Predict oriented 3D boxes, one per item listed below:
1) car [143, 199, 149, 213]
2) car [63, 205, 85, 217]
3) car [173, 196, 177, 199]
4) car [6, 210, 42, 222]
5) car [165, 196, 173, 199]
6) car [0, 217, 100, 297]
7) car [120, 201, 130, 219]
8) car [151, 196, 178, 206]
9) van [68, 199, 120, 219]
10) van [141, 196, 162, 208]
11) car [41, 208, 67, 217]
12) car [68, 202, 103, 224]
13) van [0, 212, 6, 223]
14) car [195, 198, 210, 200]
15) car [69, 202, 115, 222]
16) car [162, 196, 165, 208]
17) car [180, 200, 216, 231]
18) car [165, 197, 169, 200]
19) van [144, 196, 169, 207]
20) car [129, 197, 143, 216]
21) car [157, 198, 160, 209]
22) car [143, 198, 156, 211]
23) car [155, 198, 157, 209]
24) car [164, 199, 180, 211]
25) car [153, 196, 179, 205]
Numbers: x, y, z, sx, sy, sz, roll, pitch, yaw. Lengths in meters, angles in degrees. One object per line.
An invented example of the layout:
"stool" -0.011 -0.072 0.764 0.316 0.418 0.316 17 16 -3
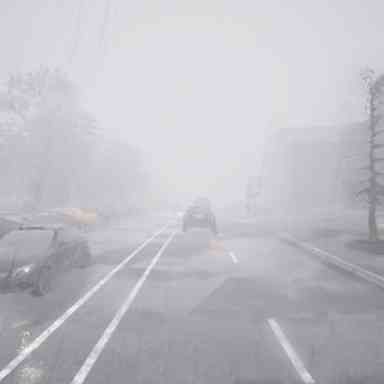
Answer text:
"car" -8.259 1.970 41.127 4.892 1.521 2.231 -1 -1 -17
"car" -9.145 1.784 20.347 4.674 1.452 2.002 -1 -1 -18
"car" -6.234 2.141 70.767 5.366 1.575 1.946 -1 -1 -17
"car" -9.299 1.707 14.447 4.674 1.452 2.002 -1 -1 -19
"car" -6.994 1.859 61.829 5.566 2.045 2.435 -1 0 -16
"car" -4.163 1.635 9.006 1.812 1.442 4.674 0 -1 1
"car" -8.711 1.921 32.224 4.674 1.452 2.002 -1 -1 -18
"car" -6.195 1.905 73.669 5.566 2.045 2.435 -1 -1 -16
"van" -8.952 1.625 29.217 4.442 1.987 1.878 -1 0 -18
"van" -7.631 1.834 52.934 4.442 1.987 1.878 -1 0 -16
"car" -9.210 1.746 17.400 4.674 1.452 2.002 0 -1 -18
"car" -9.239 1.779 23.259 5.366 1.575 1.946 -1 0 -18
"van" -9.253 1.401 11.523 4.442 1.987 1.878 -1 -1 -19
"car" 1.294 1.691 40.497 2.150 2.045 5.566 0 0 3
"car" -8.950 1.816 26.284 5.008 1.535 2.097 -1 0 -18
"car" -7.365 1.952 55.921 4.553 1.767 2.185 -1 -1 -16
"car" 0.518 1.638 22.916 2.097 1.767 4.553 0 -1 2
"car" -7.156 2.094 58.888 5.008 1.535 2.097 -1 -1 -16
"van" -6.887 1.899 64.754 4.442 1.987 1.878 -1 0 -16
"car" -8.388 1.815 38.167 4.553 1.767 2.185 -1 0 -17
"car" -7.733 2.069 50.004 4.792 1.488 2.163 -1 0 -16
"car" -7.901 1.989 44.147 5.366 1.575 1.946 -1 -1 -17
"car" -8.073 2.017 47.005 5.366 1.575 1.946 -1 0 -17
"car" -2.489 2.147 49.854 1.895 1.301 4.718 0 0 4
"car" -6.057 1.916 76.594 5.566 2.045 2.435 -1 0 -16
